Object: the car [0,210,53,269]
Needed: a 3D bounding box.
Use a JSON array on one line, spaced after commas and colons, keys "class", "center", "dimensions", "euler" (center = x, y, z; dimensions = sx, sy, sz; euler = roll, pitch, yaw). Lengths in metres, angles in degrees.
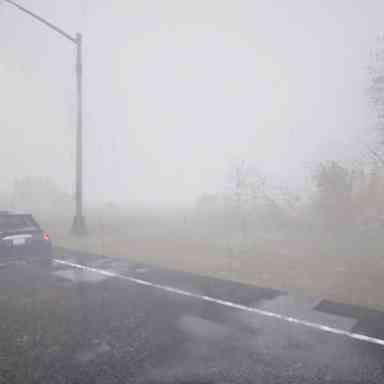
[{"class": "car", "center": [-6.271, 1.345, 10.235], "dimensions": [4.553, 1.767, 2.097], "euler": [0, 0, 39]}]
